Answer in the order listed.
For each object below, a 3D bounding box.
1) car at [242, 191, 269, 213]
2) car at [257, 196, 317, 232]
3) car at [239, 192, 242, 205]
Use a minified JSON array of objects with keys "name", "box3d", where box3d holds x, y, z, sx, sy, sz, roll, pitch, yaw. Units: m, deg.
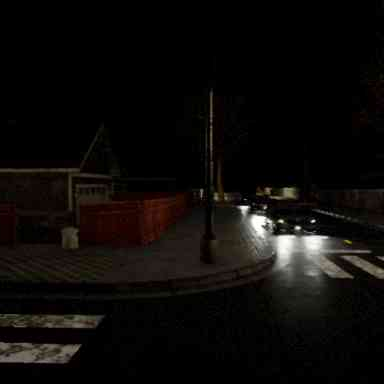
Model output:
[{"name":"car","box3d":[5.567,0.882,27.293,2.128,1.511,4.902,0,1,4]},{"name":"car","box3d":[4.880,1.147,17.357,2.033,1.411,5.357,0,1,4]},{"name":"car","box3d":[6.340,0.680,37.624,1.837,1.490,4.892,0,1,4]}]
